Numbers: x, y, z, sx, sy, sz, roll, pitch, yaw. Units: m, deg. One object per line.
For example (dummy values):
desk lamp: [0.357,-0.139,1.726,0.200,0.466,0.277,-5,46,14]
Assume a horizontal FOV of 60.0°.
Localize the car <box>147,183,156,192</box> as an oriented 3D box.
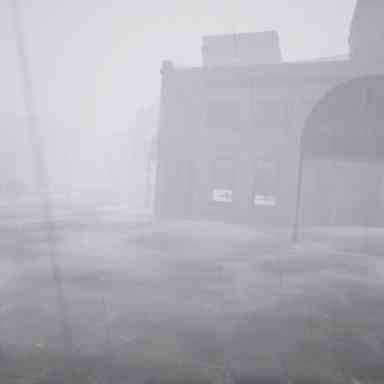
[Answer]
car: [-5.208,-0.670,53.218,2.128,1.511,4.902,5,4,29]
